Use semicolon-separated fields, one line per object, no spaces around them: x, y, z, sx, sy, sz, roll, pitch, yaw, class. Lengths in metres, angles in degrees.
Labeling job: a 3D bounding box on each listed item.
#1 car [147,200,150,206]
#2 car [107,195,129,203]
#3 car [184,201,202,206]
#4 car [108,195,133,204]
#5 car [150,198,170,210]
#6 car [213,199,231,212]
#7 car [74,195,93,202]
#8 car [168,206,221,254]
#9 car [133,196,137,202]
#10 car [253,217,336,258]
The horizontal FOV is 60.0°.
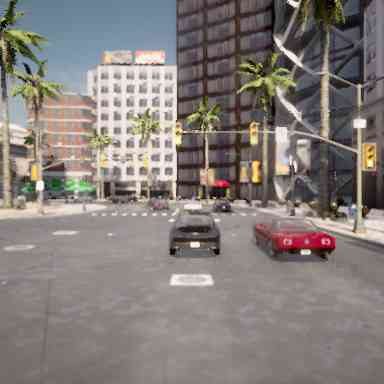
-5.718;1.600;52.281;1.994;1.385;4.181;0;0;-19;car
-15.951;1.530;71.501;5.008;1.535;1.882;0;0;35;car
0.086;1.628;37.271;1.895;1.301;4.718;0;0;0;car
-14.343;1.549;65.729;4.892;1.490;1.837;1;0;43;car
-3.913;1.595;42.574;1.994;1.385;4.181;0;0;-4;car
3.534;1.555;39.862;1.812;1.442;4.674;0;0;-2;car
-24.927;1.522;76.532;4.674;1.442;1.812;0;0;22;car
0.102;1.515;13.554;1.837;1.490;4.892;0;0;0;car
-14.504;1.555;74.777;4.892;1.490;1.837;0;0;35;car
3.602;1.610;12.724;1.895;1.301;4.718;0;0;0;car
